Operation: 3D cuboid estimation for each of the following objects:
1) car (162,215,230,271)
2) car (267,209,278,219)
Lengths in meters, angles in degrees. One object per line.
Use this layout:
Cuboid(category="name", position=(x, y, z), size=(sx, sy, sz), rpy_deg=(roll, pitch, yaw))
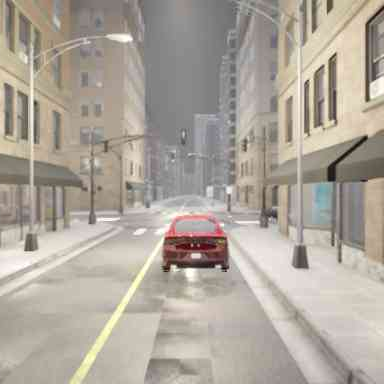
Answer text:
Cuboid(category="car", position=(0.104, 1.478, 10.963), size=(1.882, 1.535, 5.008), rpy_deg=(0, 0, 0))
Cuboid(category="car", position=(8.433, 1.618, 26.063), size=(4.718, 1.301, 1.895), rpy_deg=(0, 0, -4))
